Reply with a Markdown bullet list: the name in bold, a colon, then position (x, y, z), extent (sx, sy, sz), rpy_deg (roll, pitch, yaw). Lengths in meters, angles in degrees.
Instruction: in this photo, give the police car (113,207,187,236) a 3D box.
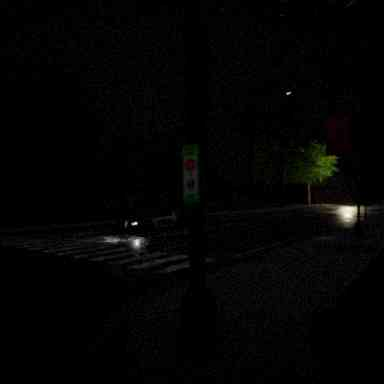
- **police car**: position (-2.453, 1.690, 19.897), extent (2.038, 1.542, 4.974), rpy_deg (-1, -1, 36)
